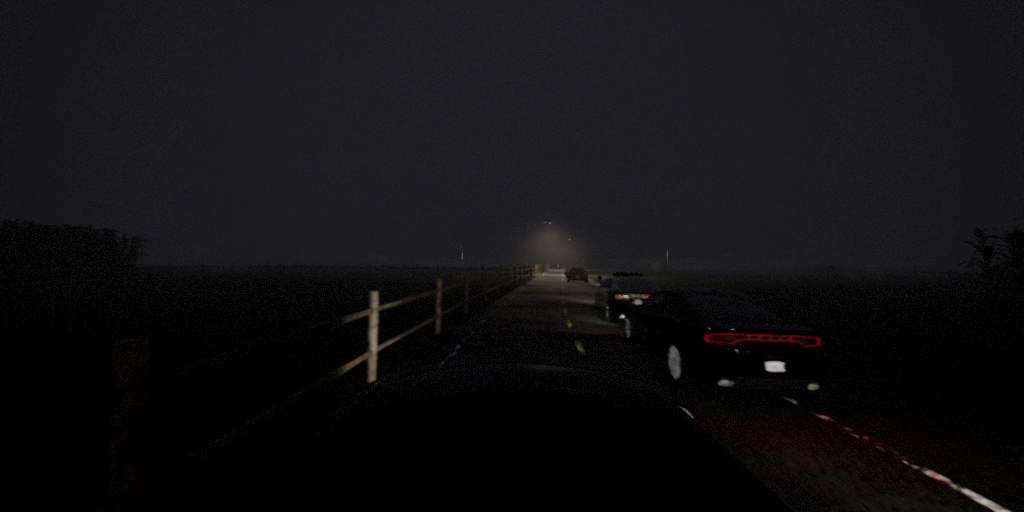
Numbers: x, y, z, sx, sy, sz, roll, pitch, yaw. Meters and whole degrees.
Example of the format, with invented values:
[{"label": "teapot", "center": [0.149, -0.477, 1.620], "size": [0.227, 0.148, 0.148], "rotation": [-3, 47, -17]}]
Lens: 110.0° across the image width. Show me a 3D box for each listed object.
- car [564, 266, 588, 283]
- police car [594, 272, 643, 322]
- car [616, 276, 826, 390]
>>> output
[{"label": "car", "center": [6.318, 1.769, 34.966], "size": [1.882, 1.535, 5.008], "rotation": [1, -1, 9]}, {"label": "police car", "center": [4.229, 1.410, 13.326], "size": [1.930, 1.638, 5.238], "rotation": [1, -1, 6]}, {"label": "car", "center": [3.719, 1.379, 7.328], "size": [1.882, 1.535, 5.008], "rotation": [1, -1, 4]}]
